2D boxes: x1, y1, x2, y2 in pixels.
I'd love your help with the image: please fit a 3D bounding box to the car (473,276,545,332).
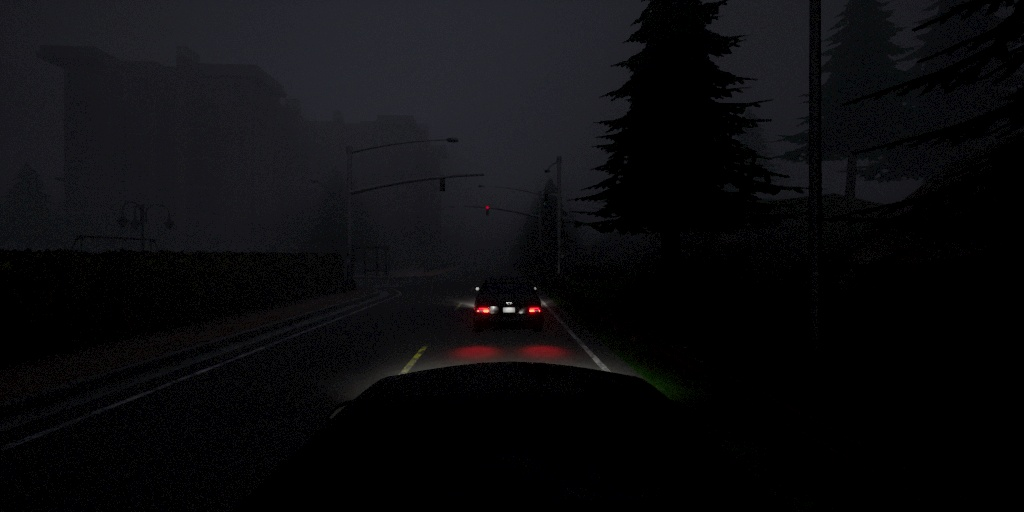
[{"bbox_3d":[-0.158,1.297,10.817,2.033,1.411,5.357,0,0,-2],"label":"car"}]
